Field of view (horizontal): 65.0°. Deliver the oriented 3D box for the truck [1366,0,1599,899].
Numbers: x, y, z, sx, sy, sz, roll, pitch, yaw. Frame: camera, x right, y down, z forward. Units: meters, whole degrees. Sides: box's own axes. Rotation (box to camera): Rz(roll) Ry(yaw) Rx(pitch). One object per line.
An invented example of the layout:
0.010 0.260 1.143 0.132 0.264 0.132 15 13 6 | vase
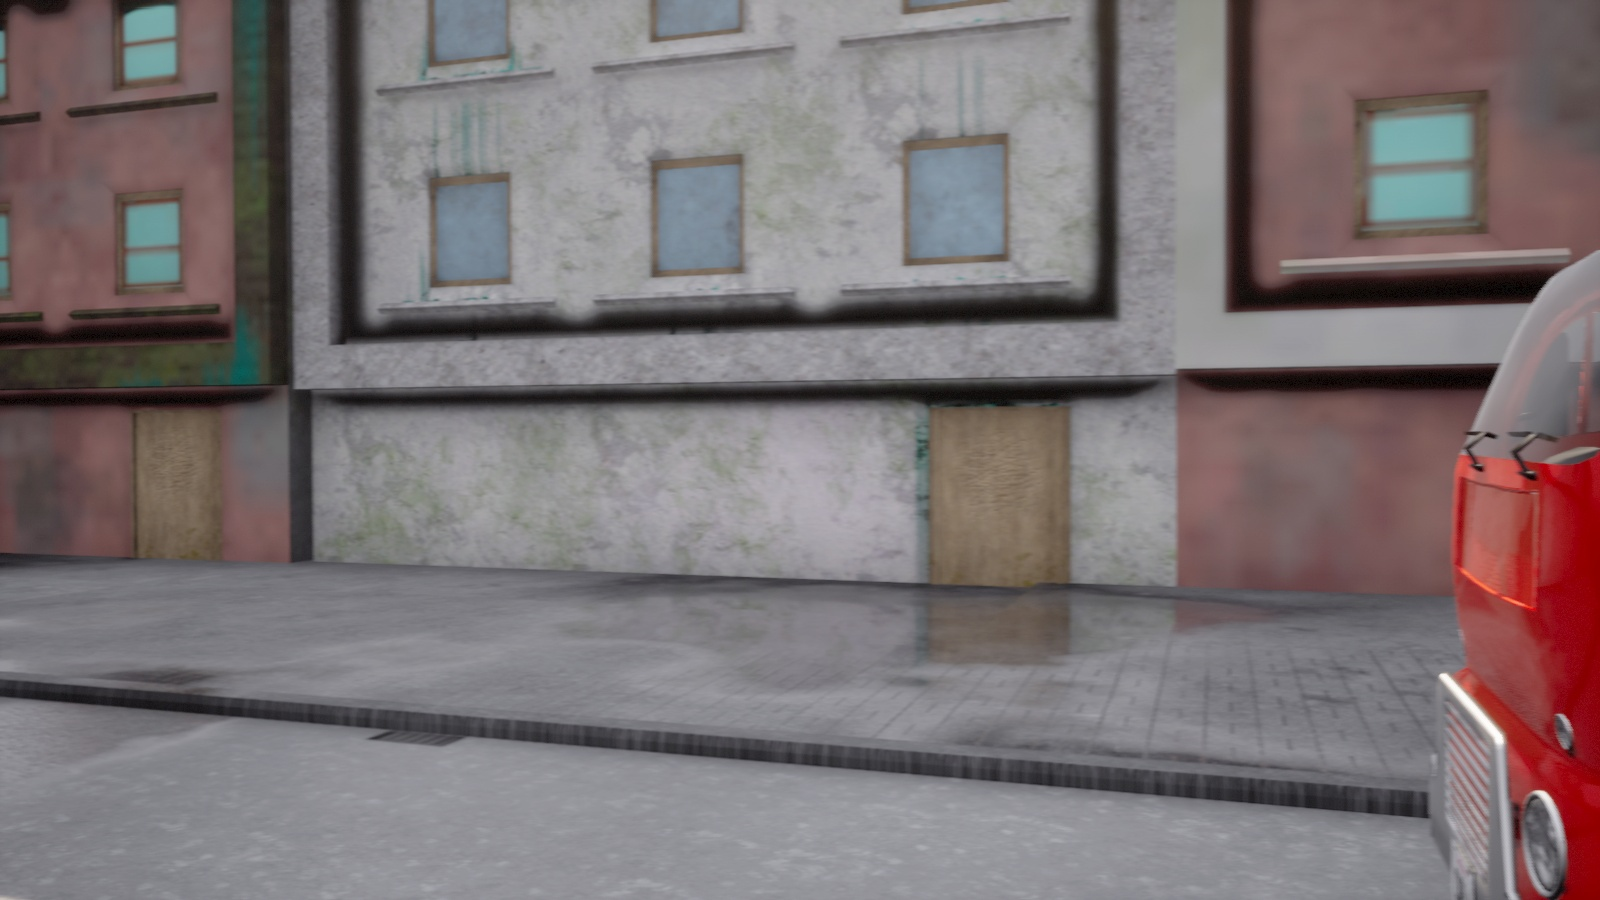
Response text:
4.054 0.317 2.350 5.204 2.467 2.627 1 1 19 | truck
